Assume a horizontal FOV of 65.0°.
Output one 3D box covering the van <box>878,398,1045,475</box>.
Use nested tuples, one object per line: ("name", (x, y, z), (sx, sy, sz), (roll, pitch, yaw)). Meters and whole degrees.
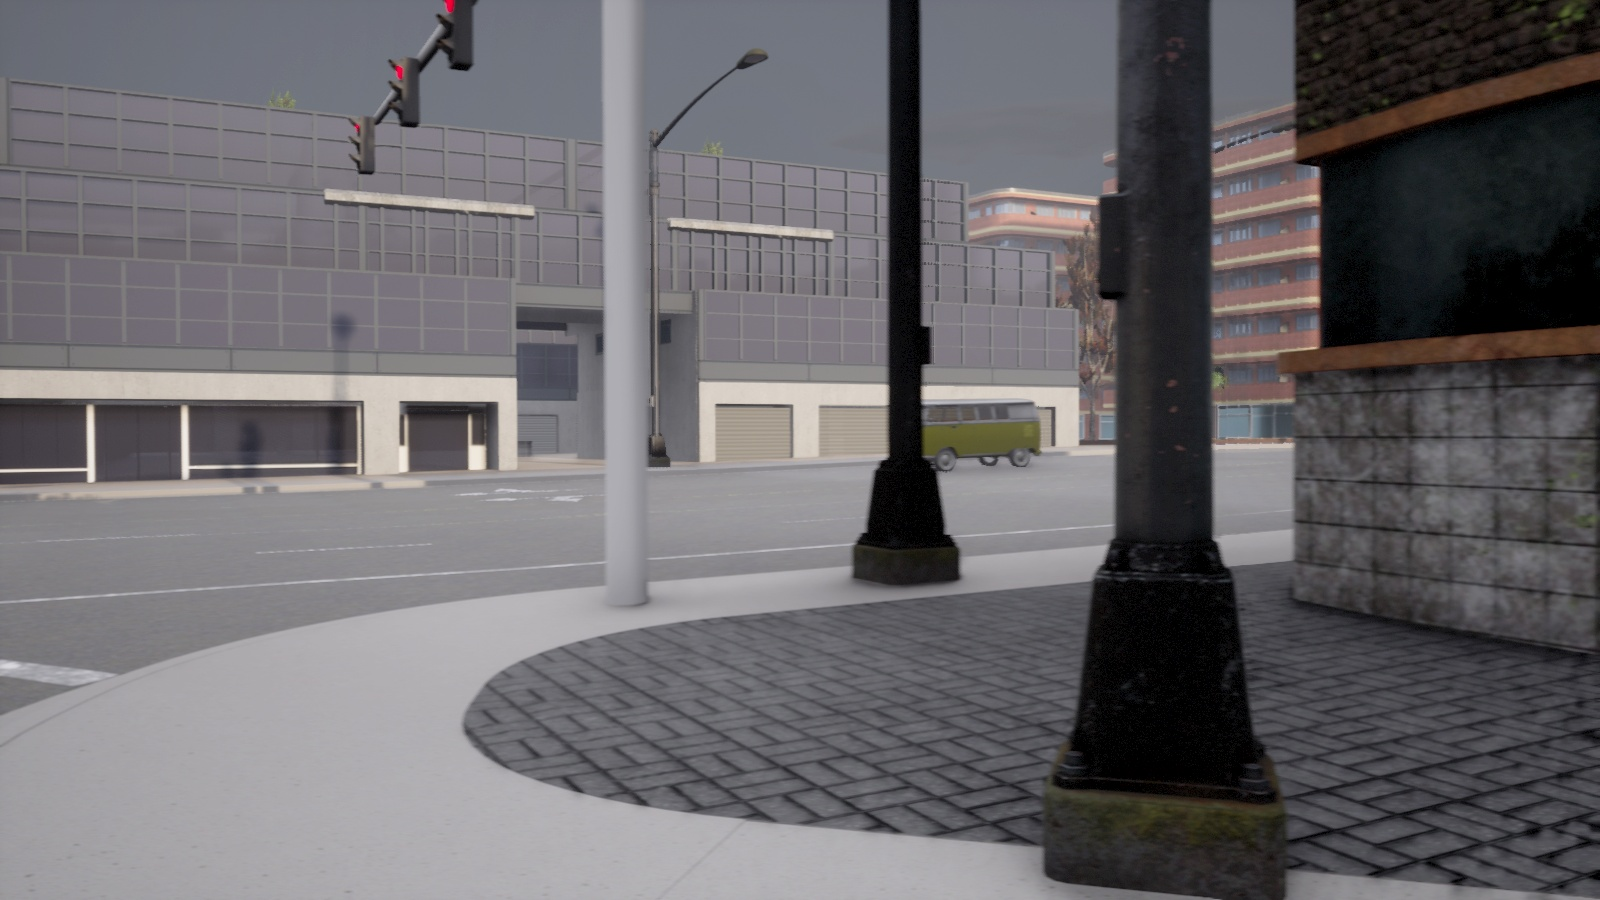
("van", (4.579, -0.420, 35.411), (4.442, 1.987, 1.775), (-2, 2, -28))
